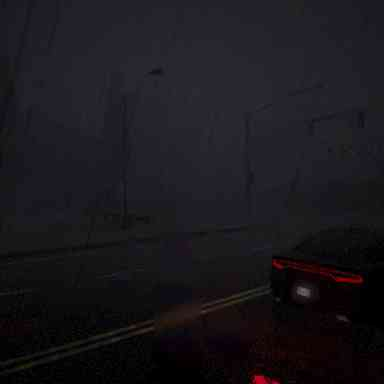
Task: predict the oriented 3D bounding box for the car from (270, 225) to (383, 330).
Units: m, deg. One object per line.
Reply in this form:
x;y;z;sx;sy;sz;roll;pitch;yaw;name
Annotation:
3.720;1.434;6.911;5.008;1.535;1.882;-1;0;-39;car

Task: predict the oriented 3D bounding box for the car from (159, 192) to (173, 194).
-6.507;0.953;87.879;3.866;1.878;1.905;-1;0;-38;car

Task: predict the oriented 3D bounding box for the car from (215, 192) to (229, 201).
7.424;1.148;70.187;3.806;1.475;1.970;-1;0;-38;car

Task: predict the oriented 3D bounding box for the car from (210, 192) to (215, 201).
5.643;0.914;72.470;3.866;1.878;1.905;-1;0;-38;car

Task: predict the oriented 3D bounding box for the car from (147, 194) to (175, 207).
-4.709;1.440;49.673;2.033;1.411;5.357;-1;0;-37;car

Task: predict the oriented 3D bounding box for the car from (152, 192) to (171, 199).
-8.252;0.955;90.189;4.605;1.855;1.932;-1;0;-38;car
